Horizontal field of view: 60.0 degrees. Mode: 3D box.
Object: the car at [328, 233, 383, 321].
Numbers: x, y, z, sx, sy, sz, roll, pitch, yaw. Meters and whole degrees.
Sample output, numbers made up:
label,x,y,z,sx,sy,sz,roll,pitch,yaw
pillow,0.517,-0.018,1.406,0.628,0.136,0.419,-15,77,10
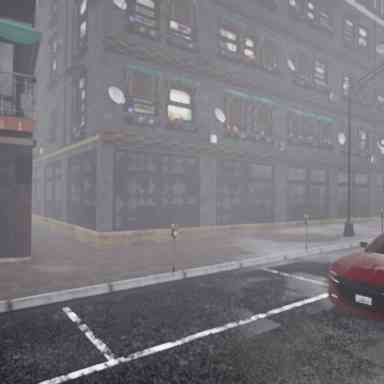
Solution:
label,x,y,z,sx,sy,sz,roll,pitch,yaw
car,4.789,1.450,6.792,5.008,1.535,1.882,0,0,-35
